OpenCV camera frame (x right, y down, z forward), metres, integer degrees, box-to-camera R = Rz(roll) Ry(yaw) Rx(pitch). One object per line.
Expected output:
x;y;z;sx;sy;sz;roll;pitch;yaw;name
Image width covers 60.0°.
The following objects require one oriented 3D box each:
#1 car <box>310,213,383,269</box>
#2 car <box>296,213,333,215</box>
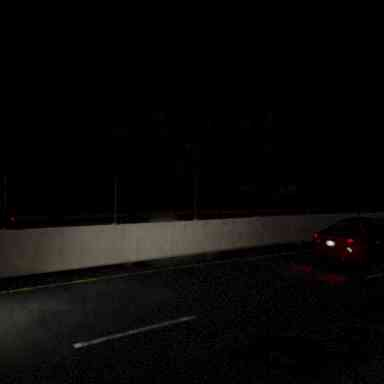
6.032;1.554;11.188;4.181;1.385;1.994;0;0;-28;car
7.737;1.523;20.146;5.357;1.411;2.033;0;0;-25;car
